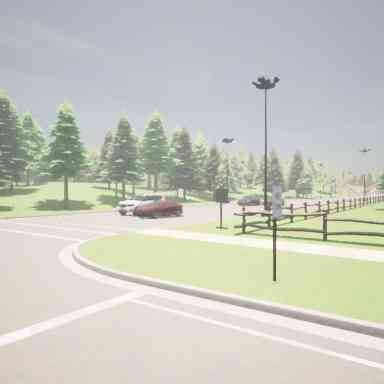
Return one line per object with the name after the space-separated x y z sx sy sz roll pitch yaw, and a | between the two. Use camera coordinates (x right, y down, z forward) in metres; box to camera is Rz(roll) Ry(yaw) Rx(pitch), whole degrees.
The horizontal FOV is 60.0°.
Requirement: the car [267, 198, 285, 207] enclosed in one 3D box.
12.536 1.548 50.764 2.033 1.411 5.357 0 0 36 | car

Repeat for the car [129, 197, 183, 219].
-2.773 1.478 29.049 1.882 1.535 5.008 0 0 35 | car

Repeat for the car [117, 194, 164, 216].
-4.733 1.221 32.350 2.150 2.045 5.566 0 0 35 | car

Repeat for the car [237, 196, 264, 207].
8.797 1.351 51.546 2.097 1.767 4.553 0 0 35 | car
